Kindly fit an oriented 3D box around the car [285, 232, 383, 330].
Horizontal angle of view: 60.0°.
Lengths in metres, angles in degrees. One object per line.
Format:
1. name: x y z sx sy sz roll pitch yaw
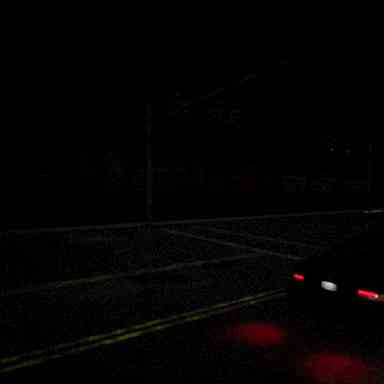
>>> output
1. car: 4.234 1.552 6.773 5.357 1.411 2.033 0 0 -35
